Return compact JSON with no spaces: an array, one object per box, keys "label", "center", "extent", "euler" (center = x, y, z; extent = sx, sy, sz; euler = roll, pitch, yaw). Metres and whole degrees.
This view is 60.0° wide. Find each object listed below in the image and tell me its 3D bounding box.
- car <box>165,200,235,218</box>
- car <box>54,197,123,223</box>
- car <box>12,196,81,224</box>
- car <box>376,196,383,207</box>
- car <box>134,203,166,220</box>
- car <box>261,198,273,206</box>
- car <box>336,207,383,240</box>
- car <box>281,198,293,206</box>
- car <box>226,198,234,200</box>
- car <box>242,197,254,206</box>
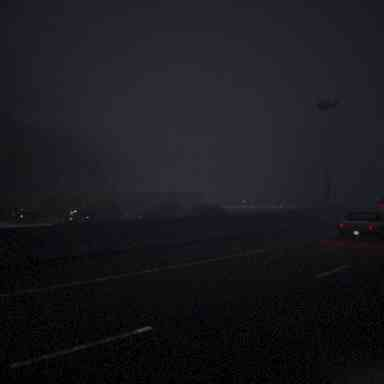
[{"label":"car","center":[0.725,1.616,24.144],"extent":[2.128,1.511,4.902],"euler":[0,0,41]},{"label":"car","center":[-7.645,1.472,25.434],"extent":[2.097,1.767,4.553],"euler":[0,0,45]},{"label":"car","center":[-11.255,1.343,26.707],"extent":[5.566,2.045,2.150],"euler":[0,0,-43]},{"label":"car","center":[19.126,1.409,32.005],"extent":[2.150,2.045,5.566],"euler":[0,0,28]},{"label":"car","center":[-2.278,1.634,25.990],"extent":[1.837,1.490,4.892],"euler":[0,0,41]},{"label":"car","center":[14.275,1.872,63.633],"extent":[1.837,1.490,4.892],"euler":[1,0,6]},{"label":"car","center":[9.449,1.704,17.850],"extent":[1.895,1.301,4.718],"euler":[0,0,41]},{"label":"car","center":[17.554,1.823,61.638],"extent":[1.837,1.490,4.892],"euler":[0,0,8]},{"label":"car","center":[7.346,1.913,64.436],"extent":[2.033,1.411,5.357],"euler":[0,0,6]},{"label":"car","center":[10.679,1.688,63.255],"extent":[2.097,1.767,4.553],"euler":[0,0,7]}]
